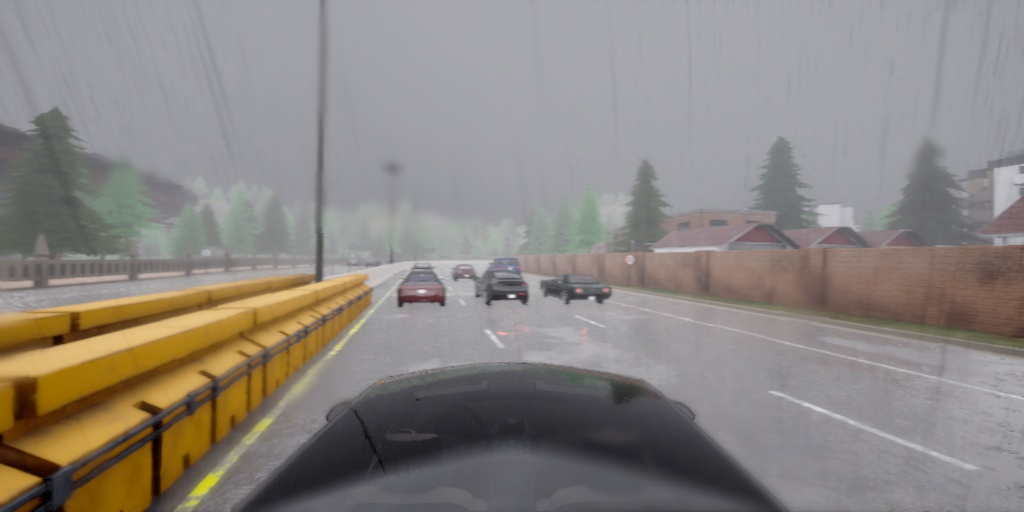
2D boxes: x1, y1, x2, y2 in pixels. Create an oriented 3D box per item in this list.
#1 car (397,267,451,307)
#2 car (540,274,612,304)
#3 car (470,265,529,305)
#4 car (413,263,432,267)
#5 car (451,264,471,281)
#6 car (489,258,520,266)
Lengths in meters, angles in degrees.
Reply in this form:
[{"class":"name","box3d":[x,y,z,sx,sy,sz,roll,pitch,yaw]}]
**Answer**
[{"class":"car","box3d":[-3.967,1.355,15.851,1.994,1.385,4.181,1,0,-14]},{"class":"car","box3d":[2.861,1.501,17.382,1.895,1.301,4.718,1,0,-14]},{"class":"car","box3d":[-0.580,1.353,16.734,1.837,1.490,4.892,1,0,-14]},{"class":"car","box3d":[-7.597,1.332,30.438,2.128,1.511,4.902,1,0,-14]},{"class":"car","box3d":[-4.218,1.420,31.351,1.812,1.442,4.674,1,0,-14]},{"class":"car","box3d":[-0.736,1.165,31.851,2.150,2.045,5.566,1,0,-14]}]
